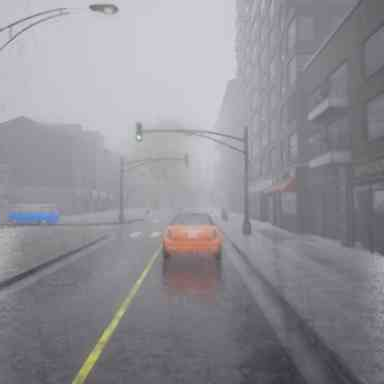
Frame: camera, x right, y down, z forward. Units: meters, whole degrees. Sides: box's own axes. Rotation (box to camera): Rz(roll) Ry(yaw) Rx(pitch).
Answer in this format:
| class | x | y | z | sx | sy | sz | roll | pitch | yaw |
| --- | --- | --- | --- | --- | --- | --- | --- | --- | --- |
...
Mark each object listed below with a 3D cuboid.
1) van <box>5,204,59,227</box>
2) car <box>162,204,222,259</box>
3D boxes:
| class | x | y | z | sx | sy | sz | roll | pitch | yaw |
| --- | --- | --- | --- | --- | --- | --- | --- | --- | --- |
| van | -12.928 | 1.907 | 27.112 | 3.998 | 1.788 | 1.690 | 0 | -3 | 0 |
| car | 0.024 | 1.530 | 13.513 | 2.097 | 1.767 | 4.553 | 0 | -1 | 1 |
